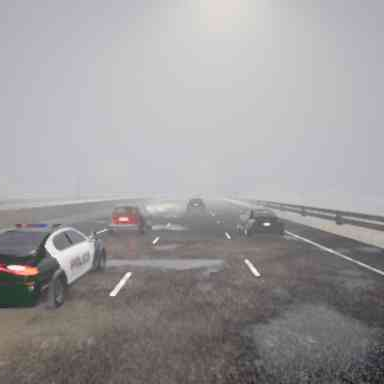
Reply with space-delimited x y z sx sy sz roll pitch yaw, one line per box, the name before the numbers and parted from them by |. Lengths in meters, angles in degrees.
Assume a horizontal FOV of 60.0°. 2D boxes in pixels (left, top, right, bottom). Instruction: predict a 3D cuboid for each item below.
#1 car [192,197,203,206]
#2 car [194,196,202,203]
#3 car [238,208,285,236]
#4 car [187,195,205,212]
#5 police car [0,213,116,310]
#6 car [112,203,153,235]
car | 0.976 1.555 56.722 1.812 1.442 4.674 0 0 1
car | 1.308 1.552 73.986 1.837 1.490 4.892 0 0 1
car | 3.715 1.567 18.417 1.994 1.385 4.181 0 0 1
car | 0.474 1.438 38.184 2.033 1.649 4.856 0 -1 1
police car | -3.480 1.504 7.944 2.038 1.542 4.974 0 0 0
car | -3.390 1.431 18.912 2.033 1.649 4.856 0 0 1
